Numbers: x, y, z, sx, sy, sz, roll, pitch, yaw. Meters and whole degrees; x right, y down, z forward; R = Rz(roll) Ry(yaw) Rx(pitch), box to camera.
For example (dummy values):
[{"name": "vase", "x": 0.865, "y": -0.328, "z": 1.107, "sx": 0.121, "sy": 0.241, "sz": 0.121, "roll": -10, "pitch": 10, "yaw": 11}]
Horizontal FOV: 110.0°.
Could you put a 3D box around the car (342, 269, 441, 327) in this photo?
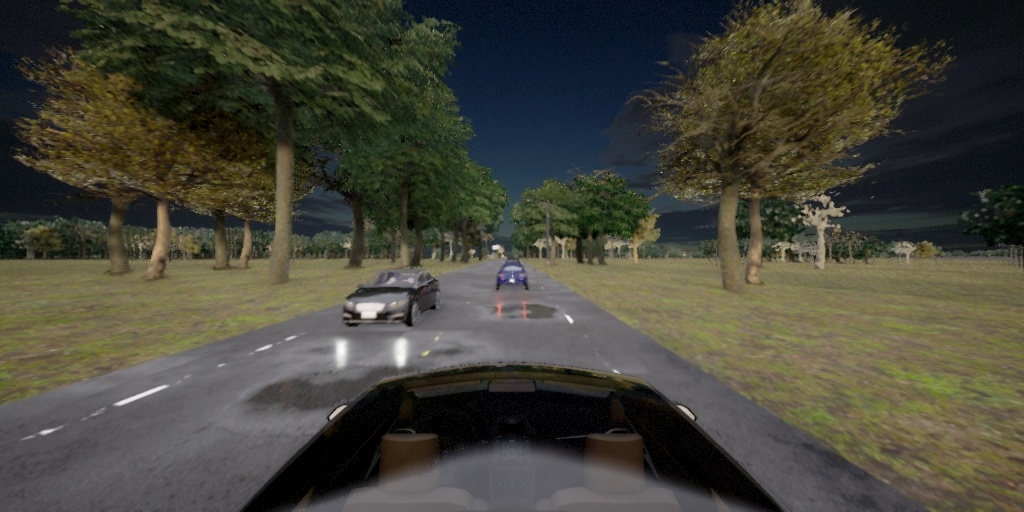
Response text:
[{"name": "car", "x": -3.507, "y": 1.168, "z": 11.257, "sx": 2.128, "sy": 1.511, "sz": 4.902, "roll": 0, "pitch": 0, "yaw": 0}]

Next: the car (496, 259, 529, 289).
[{"name": "car", "x": 0.023, "y": 1.119, "z": 21.329, "sx": 1.812, "sy": 1.442, "sz": 4.674, "roll": 0, "pitch": 1, "yaw": 0}]
